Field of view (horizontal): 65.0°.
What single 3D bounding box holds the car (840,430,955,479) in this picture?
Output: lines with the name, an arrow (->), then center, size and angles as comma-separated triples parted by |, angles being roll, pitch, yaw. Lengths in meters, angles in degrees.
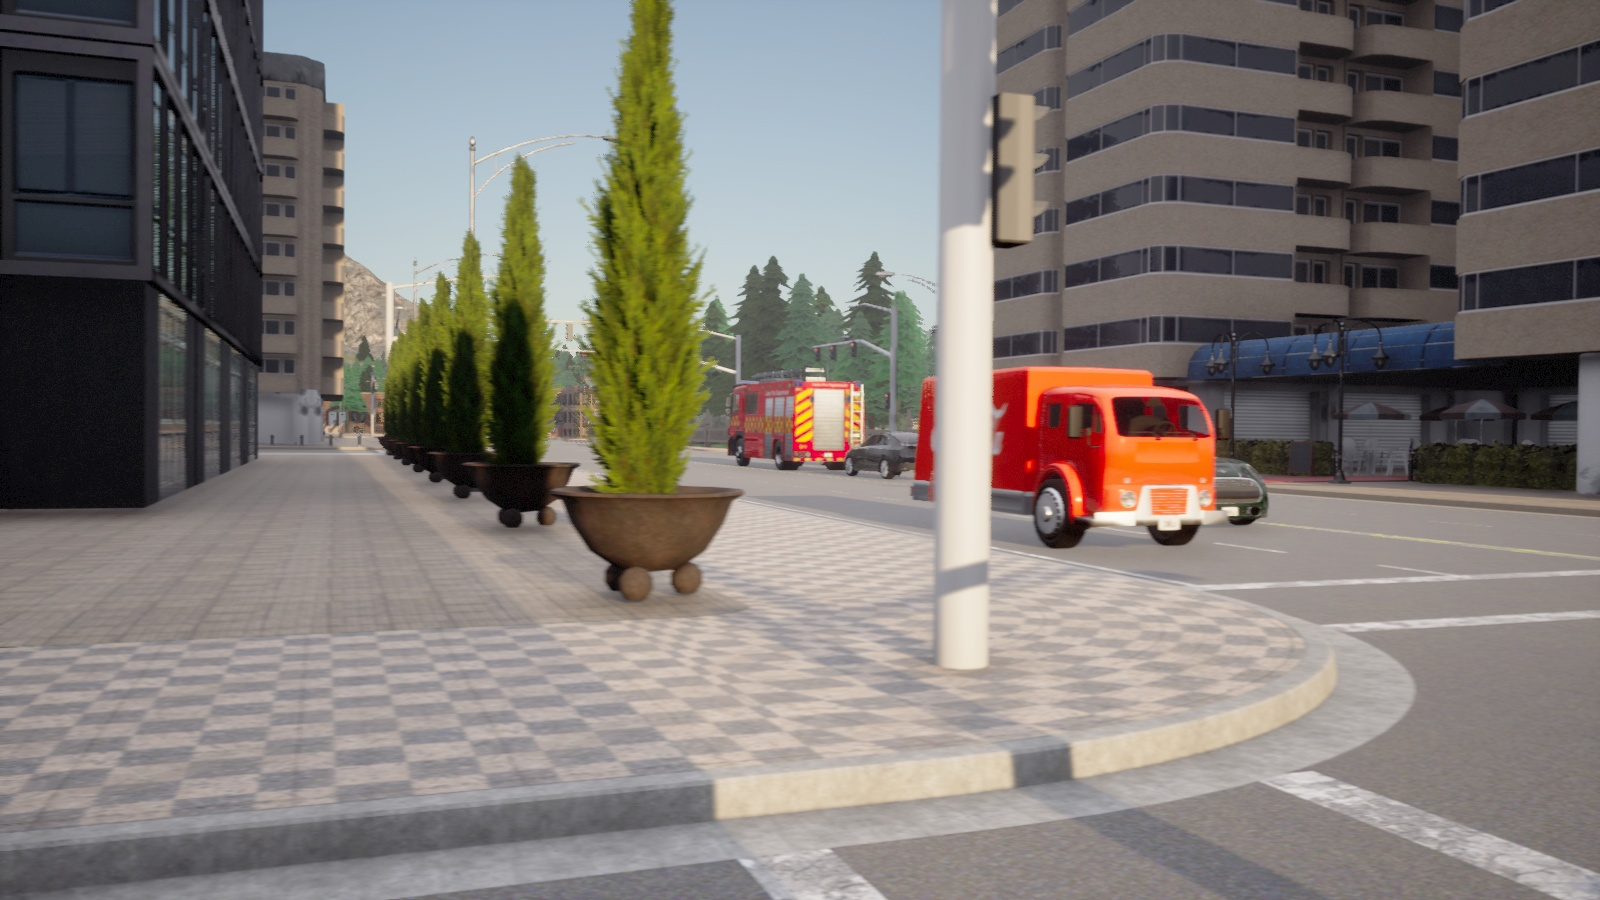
car -> 3.087, 0.105, 40.858 | 1.837, 1.490, 4.892 | -1, 1, -20

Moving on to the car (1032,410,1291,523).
car -> 6.217, 0.228, 22.229 | 2.097, 1.767, 4.553 | -1, 1, -20

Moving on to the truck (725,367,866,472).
truck -> -0.382, -1.180, 50.228 | 2.891, 3.827, 8.468 | -1, 1, -20

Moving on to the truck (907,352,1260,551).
truck -> 3.882, -0.031, 18.429 | 2.627, 2.467, 5.204 | -1, 1, -20
